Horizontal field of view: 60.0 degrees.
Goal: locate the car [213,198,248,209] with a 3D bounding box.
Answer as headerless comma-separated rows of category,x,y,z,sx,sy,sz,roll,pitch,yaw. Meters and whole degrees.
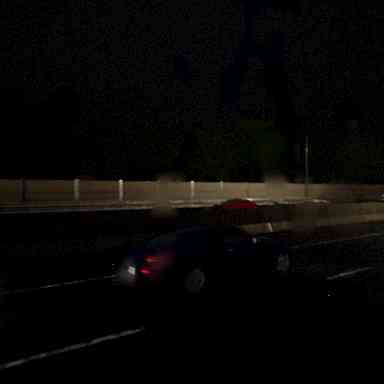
car,4.277,1.377,32.841,5.008,1.535,1.882,0,0,-35

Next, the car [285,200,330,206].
car,10.498,1.414,28.681,4.674,1.442,1.812,0,0,-35

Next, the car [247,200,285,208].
car,7.732,1.493,31.008,4.718,1.301,1.895,0,0,-35

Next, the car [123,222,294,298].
car,0.580,1.502,8.460,4.674,1.442,1.812,0,0,-36
